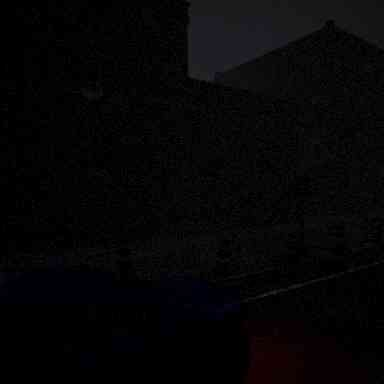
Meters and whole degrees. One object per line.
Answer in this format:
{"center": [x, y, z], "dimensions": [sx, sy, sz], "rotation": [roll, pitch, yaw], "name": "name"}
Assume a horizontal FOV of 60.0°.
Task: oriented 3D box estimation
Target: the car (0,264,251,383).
{"center": [-1.725, 1.477, 2.763], "dimensions": [5.008, 1.535, 1.882], "rotation": [0, 0, -36], "name": "car"}
